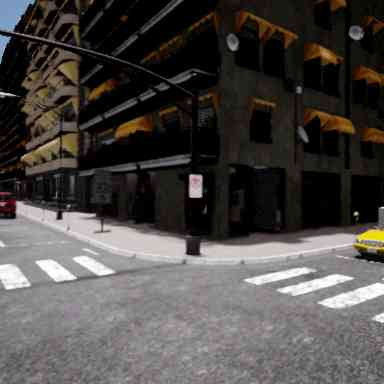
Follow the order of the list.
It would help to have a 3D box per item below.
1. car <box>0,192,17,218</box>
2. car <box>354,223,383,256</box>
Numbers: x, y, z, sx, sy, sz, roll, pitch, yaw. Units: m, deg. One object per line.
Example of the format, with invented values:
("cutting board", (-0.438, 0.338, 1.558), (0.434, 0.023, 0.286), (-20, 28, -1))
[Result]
("car", (-14.269, 0.936, 24.562), (2.192, 1.841, 5.009), (2, 0, -36))
("car", (7.736, 1.543, 12.073), (4.829, 1.417, 1.752), (0, 0, -36))
